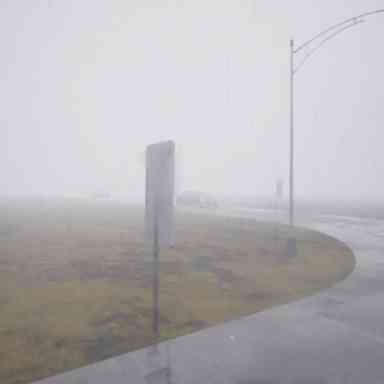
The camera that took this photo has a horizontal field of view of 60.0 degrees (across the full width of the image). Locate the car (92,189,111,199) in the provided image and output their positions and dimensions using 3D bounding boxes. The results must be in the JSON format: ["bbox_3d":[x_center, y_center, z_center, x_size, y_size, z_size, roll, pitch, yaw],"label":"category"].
[{"bbox_3d":[-14.386,0.261,52.646,1.837,1.490,4.892,1,0,-35],"label":"car"}]

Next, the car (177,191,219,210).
[{"bbox_3d":[0.541,0.684,31.420,2.097,1.767,4.553,1,1,-35],"label":"car"}]
